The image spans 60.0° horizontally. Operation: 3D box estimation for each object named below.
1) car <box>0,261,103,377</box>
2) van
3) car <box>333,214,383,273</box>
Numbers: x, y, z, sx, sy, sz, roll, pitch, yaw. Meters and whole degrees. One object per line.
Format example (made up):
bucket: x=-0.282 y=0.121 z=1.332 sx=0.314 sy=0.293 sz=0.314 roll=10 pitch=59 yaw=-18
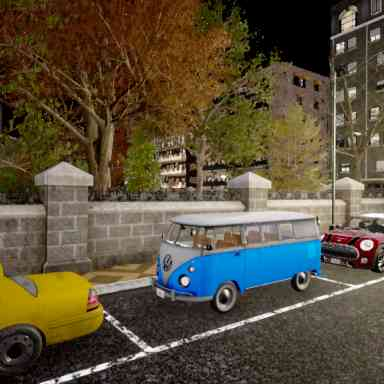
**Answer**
car: x=-3.581 y=1.525 z=3.995 sx=4.829 sy=1.417 sz=1.752 roll=0 pitch=1 yaw=-35
van: x=1.132 y=1.342 z=7.347 sx=3.998 sy=1.788 sz=1.690 roll=0 pitch=1 yaw=-35
car: x=5.705 y=1.442 z=10.604 sx=4.097 sy=1.590 sz=1.967 roll=0 pitch=1 yaw=-35
